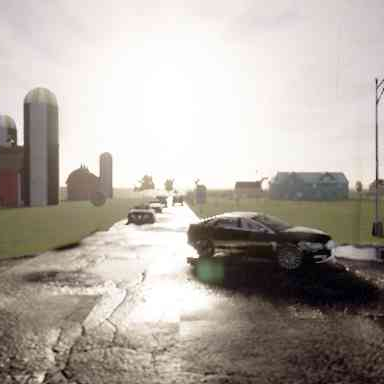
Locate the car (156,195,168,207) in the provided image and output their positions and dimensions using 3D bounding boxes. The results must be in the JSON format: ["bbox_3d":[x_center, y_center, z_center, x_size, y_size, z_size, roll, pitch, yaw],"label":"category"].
[{"bbox_3d":[-5.358,1.538,57.841,2.150,2.045,5.566,0,-1,-2],"label":"car"}]

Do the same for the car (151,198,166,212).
[{"bbox_3d":[-4.727,1.774,42.233,2.033,1.411,5.357,0,0,-2],"label":"car"}]

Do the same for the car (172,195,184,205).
[{"bbox_3d":[-2.845,1.586,65.925,2.150,2.045,5.566,0,0,-3],"label":"car"}]

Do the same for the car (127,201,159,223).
[{"bbox_3d":[-4.055,1.707,27.166,1.994,1.385,4.181,0,0,-3],"label":"car"}]

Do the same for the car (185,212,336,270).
[{"bbox_3d":[2.046,1.450,10.960,4.902,1.511,2.128,0,2,36],"label":"car"}]
